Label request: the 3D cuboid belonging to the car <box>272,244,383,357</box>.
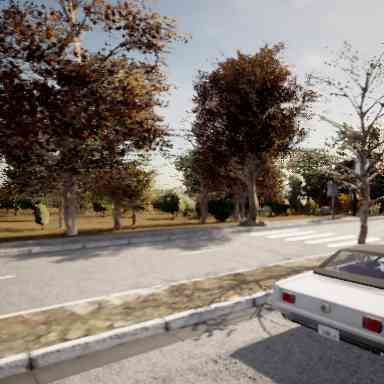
[{"bbox_3d":[3.633,1.586,5.722,4.718,1.301,1.895,0,0,-35],"label":"car"}]
